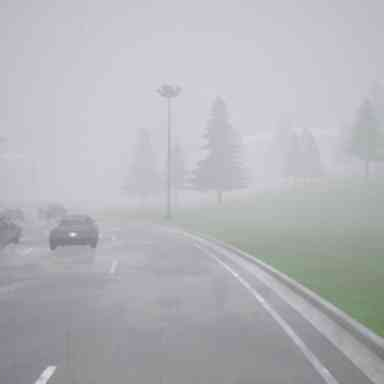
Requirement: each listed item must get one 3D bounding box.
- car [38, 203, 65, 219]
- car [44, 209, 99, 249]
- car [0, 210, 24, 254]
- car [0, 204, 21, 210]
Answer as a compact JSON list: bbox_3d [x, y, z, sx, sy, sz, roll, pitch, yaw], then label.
[{"bbox_3d":[-13.399,1.852,31.880,1.837,1.490,4.892,0,0,-36],"label":"car"},{"bbox_3d":[-5.394,1.733,15.571,1.994,1.385,4.181,0,-1,-15],"label":"car"},{"bbox_3d":[-8.566,1.701,13.875,2.033,1.411,5.357,0,-1,-15],"label":"car"},{"bbox_3d":[-16.577,1.854,30.172,1.812,1.442,4.674,0,-1,-38],"label":"car"}]
